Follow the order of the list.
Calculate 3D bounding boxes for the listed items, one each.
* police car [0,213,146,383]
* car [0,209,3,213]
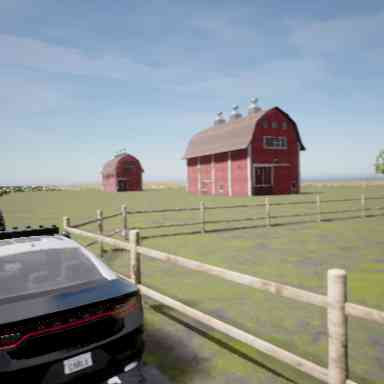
[{"bbox_3d":[-2.640,1.351,5.079,1.930,1.638,5.238,-3,2,-38],"label":"police car"},{"bbox_3d":[-8.750,1.117,12.893,2.150,2.045,5.566,-3,2,-38],"label":"car"}]
